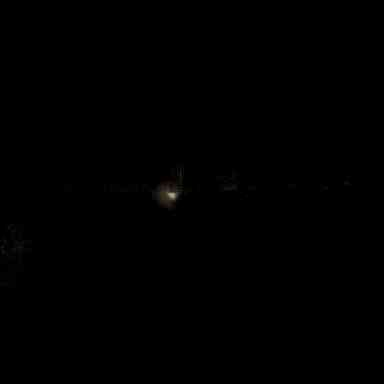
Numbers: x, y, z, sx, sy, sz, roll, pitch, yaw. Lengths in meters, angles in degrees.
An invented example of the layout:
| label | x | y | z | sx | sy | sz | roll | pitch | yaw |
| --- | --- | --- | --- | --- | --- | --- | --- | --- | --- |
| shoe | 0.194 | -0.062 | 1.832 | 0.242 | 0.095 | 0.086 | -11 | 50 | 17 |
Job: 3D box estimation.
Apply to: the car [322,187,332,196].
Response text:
| label | x | y | z | sx | sy | sz | roll | pitch | yaw |
| --- | --- | --- | --- | --- | --- | --- | --- | --- | --- |
| car | 22.033 | -0.172 | 55.694 | 1.812 | 1.442 | 4.674 | 0 | 1 | 35 |

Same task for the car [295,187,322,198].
| label | x | y | z | sx | sy | sz | roll | pitch | yaw |
| --- | --- | --- | --- | --- | --- | --- | --- | --- | --- |
| car | 16.427 | 0.091 | 47.688 | 2.033 | 1.411 | 5.357 | 0 | 1 | 36 |

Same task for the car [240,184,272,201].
| label | x | y | z | sx | sy | sz | roll | pitch | yaw |
| --- | --- | --- | --- | --- | --- | --- | --- | --- | --- |
| car | 7.942 | 0.039 | 40.713 | 2.150 | 2.045 | 5.566 | 0 | 2 | 35 |

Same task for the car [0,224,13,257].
| label | x | y | z | sx | sy | sz | roll | pitch | yaw |
| --- | --- | --- | --- | --- | --- | --- | --- | --- | --- |
| car | -6.636 | 1.262 | 8.973 | 2.097 | 1.767 | 4.553 | -1 | 2 | -12 |
